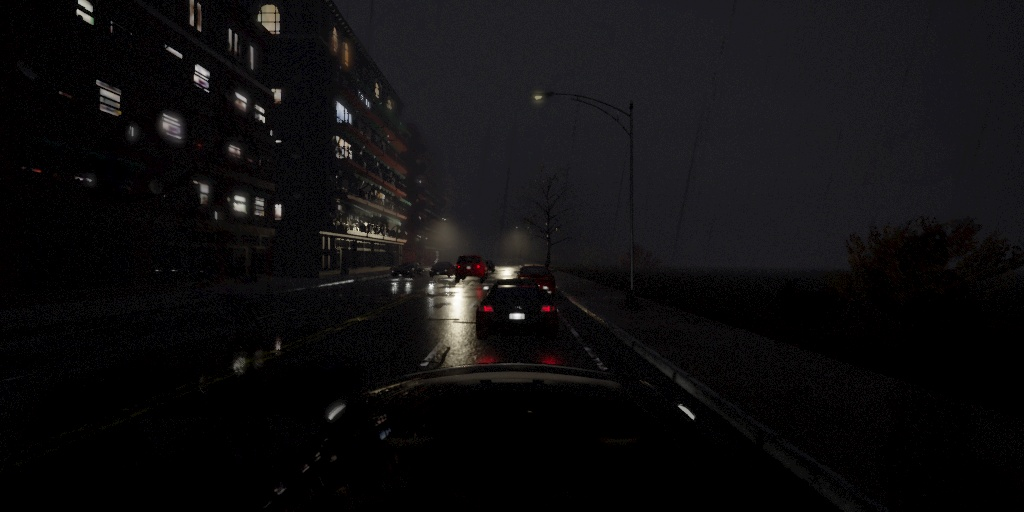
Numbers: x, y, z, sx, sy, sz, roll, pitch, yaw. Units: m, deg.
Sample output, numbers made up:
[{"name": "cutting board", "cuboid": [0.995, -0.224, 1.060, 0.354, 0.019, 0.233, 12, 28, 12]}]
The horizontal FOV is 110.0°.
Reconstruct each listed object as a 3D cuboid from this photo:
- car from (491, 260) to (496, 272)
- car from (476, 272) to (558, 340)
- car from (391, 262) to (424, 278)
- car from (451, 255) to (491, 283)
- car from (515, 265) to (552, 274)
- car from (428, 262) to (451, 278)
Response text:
[{"name": "car", "cuboid": [-3.110, 1.229, 44.513, 1.882, 1.535, 5.008, 0, 0, 0]}, {"name": "car", "cuboid": [0.109, 1.315, 10.010, 1.994, 1.385, 4.181, 0, 0, 0]}, {"name": "car", "cuboid": [-9.818, 1.300, 34.157, 2.033, 1.411, 5.357, 0, 0, 0]}, {"name": "car", "cuboid": [-3.117, 0.966, 28.241, 2.150, 2.045, 5.566, 0, -1, -1]}, {"name": "car", "cuboid": [1.152, 1.230, 18.930, 1.882, 1.535, 5.008, 0, 0, 0]}, {"name": "car", "cuboid": [-6.583, 1.278, 34.291, 1.812, 1.442, 4.674, 0, 0, 0]}]
